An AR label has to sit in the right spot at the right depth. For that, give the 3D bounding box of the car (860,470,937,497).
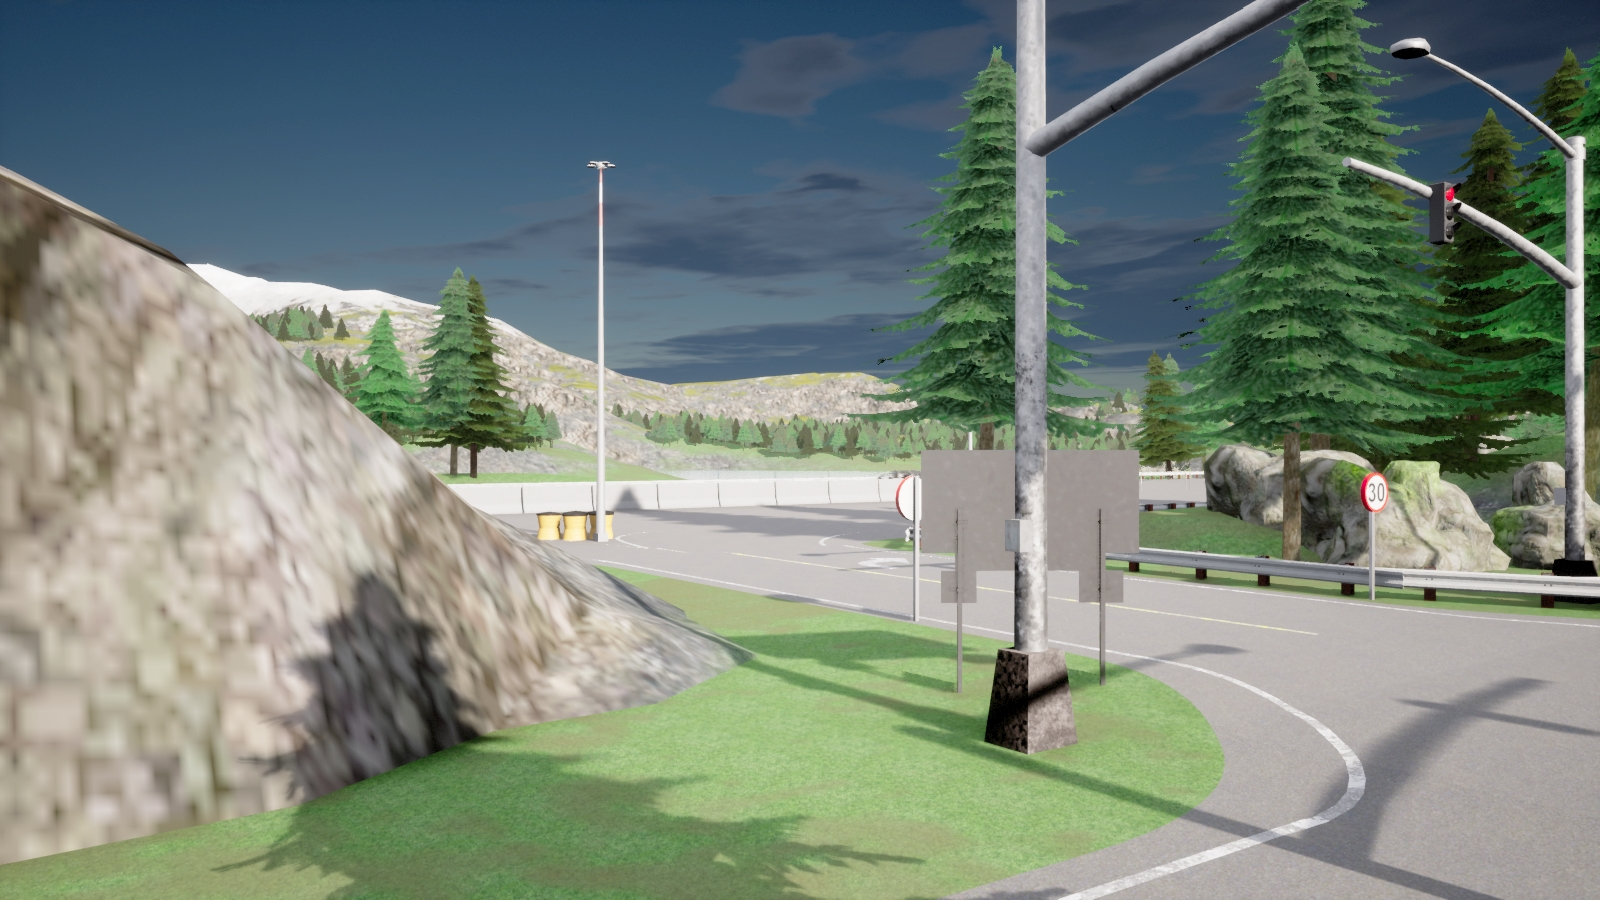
[{"bbox_3d":[6.131,2.037,70.605,4.514,1.525,2.007,0,0,-35],"label":"car"}]
